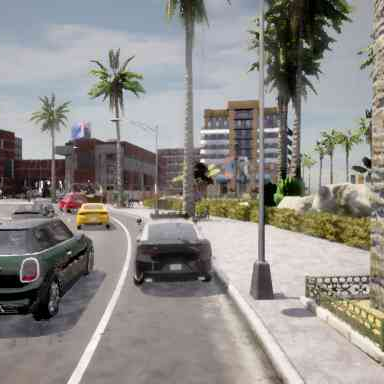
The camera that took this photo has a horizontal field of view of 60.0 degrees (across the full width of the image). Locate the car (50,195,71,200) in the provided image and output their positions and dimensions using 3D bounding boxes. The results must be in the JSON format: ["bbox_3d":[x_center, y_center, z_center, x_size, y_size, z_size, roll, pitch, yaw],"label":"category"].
[{"bbox_3d":[-34.237,1.392,86.688,4.674,1.452,2.002,0,0,10],"label":"car"}]

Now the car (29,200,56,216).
[{"bbox_3d":[-15.095,1.536,33.426,2.033,1.411,5.357,0,0,-30],"label":"car"}]

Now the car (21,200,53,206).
[{"bbox_3d":[-9.682,1.482,20.392,2.128,1.511,4.902,0,0,-17],"label":"car"}]

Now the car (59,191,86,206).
[{"bbox_3d":[-13.247,1.213,37.079,2.150,2.045,5.566,0,0,-32],"label":"car"}]

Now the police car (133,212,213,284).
[{"bbox_3d":[-0.678,1.424,9.770,1.930,1.638,5.238,0,0,-7],"label":"police car"}]

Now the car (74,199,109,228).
[{"bbox_3d":[-6.519,1.473,22.007,1.882,1.535,5.008,0,0,-16],"label":"car"}]

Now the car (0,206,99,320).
[{"bbox_3d":[-3.618,1.348,7.394,2.097,1.767,4.553,0,0,-5],"label":"car"}]
